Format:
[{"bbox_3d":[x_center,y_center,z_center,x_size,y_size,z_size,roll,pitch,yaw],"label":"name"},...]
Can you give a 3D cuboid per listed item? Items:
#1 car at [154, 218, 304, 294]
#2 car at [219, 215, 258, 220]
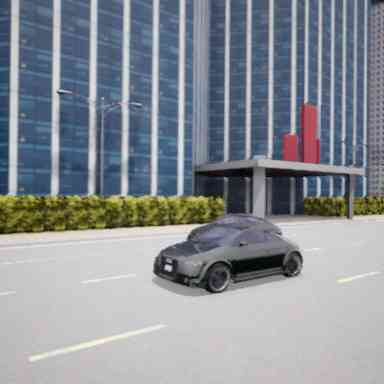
[{"bbox_3d":[1.083,1.625,8.991,4.181,1.385,1.994,1,0,-35],"label":"car"},{"bbox_3d":[1.865,1.663,13.791,4.181,1.385,1.994,1,0,-35],"label":"car"}]
